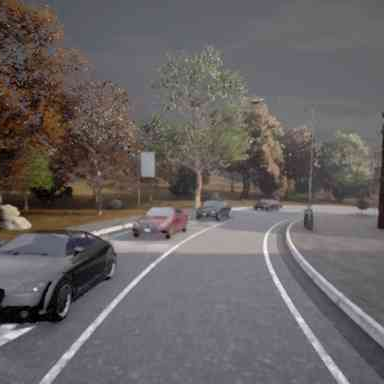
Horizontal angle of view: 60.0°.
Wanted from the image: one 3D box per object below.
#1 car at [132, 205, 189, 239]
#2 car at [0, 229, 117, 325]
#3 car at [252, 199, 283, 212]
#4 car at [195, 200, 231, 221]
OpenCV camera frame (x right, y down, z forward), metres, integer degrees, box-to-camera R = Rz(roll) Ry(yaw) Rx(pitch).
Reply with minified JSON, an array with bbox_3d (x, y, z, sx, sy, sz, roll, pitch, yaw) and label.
[{"bbox_3d":[-1.435,1.423,17.058,1.812,1.442,4.674,2,1,14],"label":"car"},{"bbox_3d":[-3.065,1.511,7.059,1.994,1.385,4.181,1,0,5],"label":"car"},{"bbox_3d":[9.291,1.562,40.374,2.033,1.411,5.357,5,2,37],"label":"car"},{"bbox_3d":[1.834,1.397,26.912,1.837,1.490,4.892,3,1,22],"label":"car"}]
